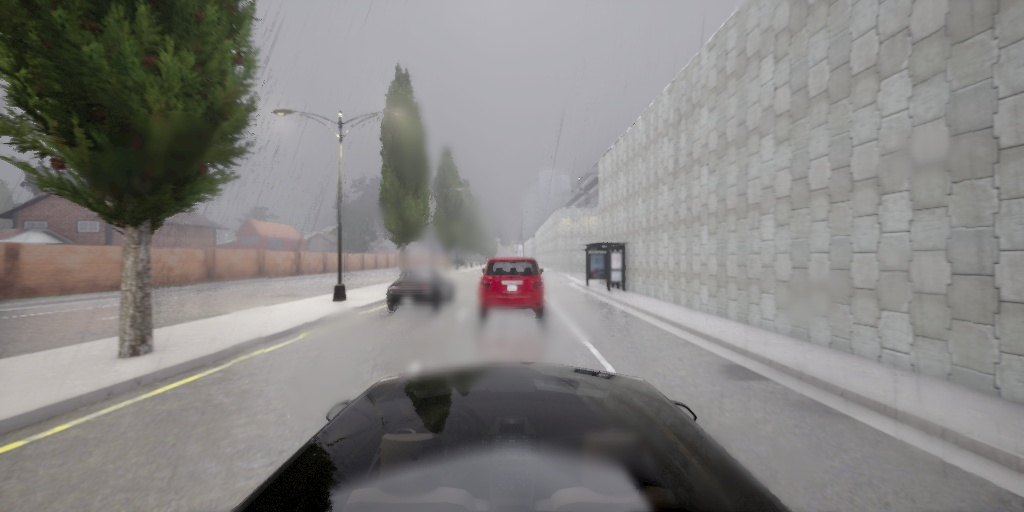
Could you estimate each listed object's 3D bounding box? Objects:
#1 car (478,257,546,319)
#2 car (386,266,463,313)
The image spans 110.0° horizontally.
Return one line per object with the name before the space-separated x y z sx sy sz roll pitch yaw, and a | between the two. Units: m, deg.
car | 0.033 1.041 13.266 2.150 2.045 5.566 0 0 1
car | -3.454 1.316 14.387 2.128 1.511 4.902 0 0 1
